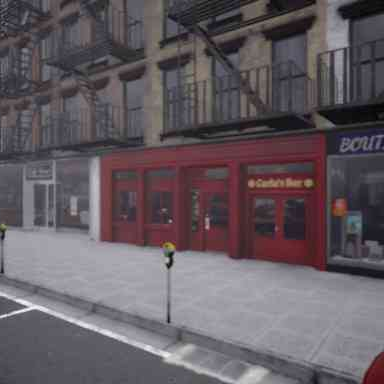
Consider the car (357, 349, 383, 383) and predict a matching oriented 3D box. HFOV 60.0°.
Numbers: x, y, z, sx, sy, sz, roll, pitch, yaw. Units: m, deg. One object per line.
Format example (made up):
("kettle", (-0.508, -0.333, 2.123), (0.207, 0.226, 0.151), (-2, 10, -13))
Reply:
("car", (2.985, 1.317, 0.682), (5.009, 1.841, 2.192), (0, 0, 35))
